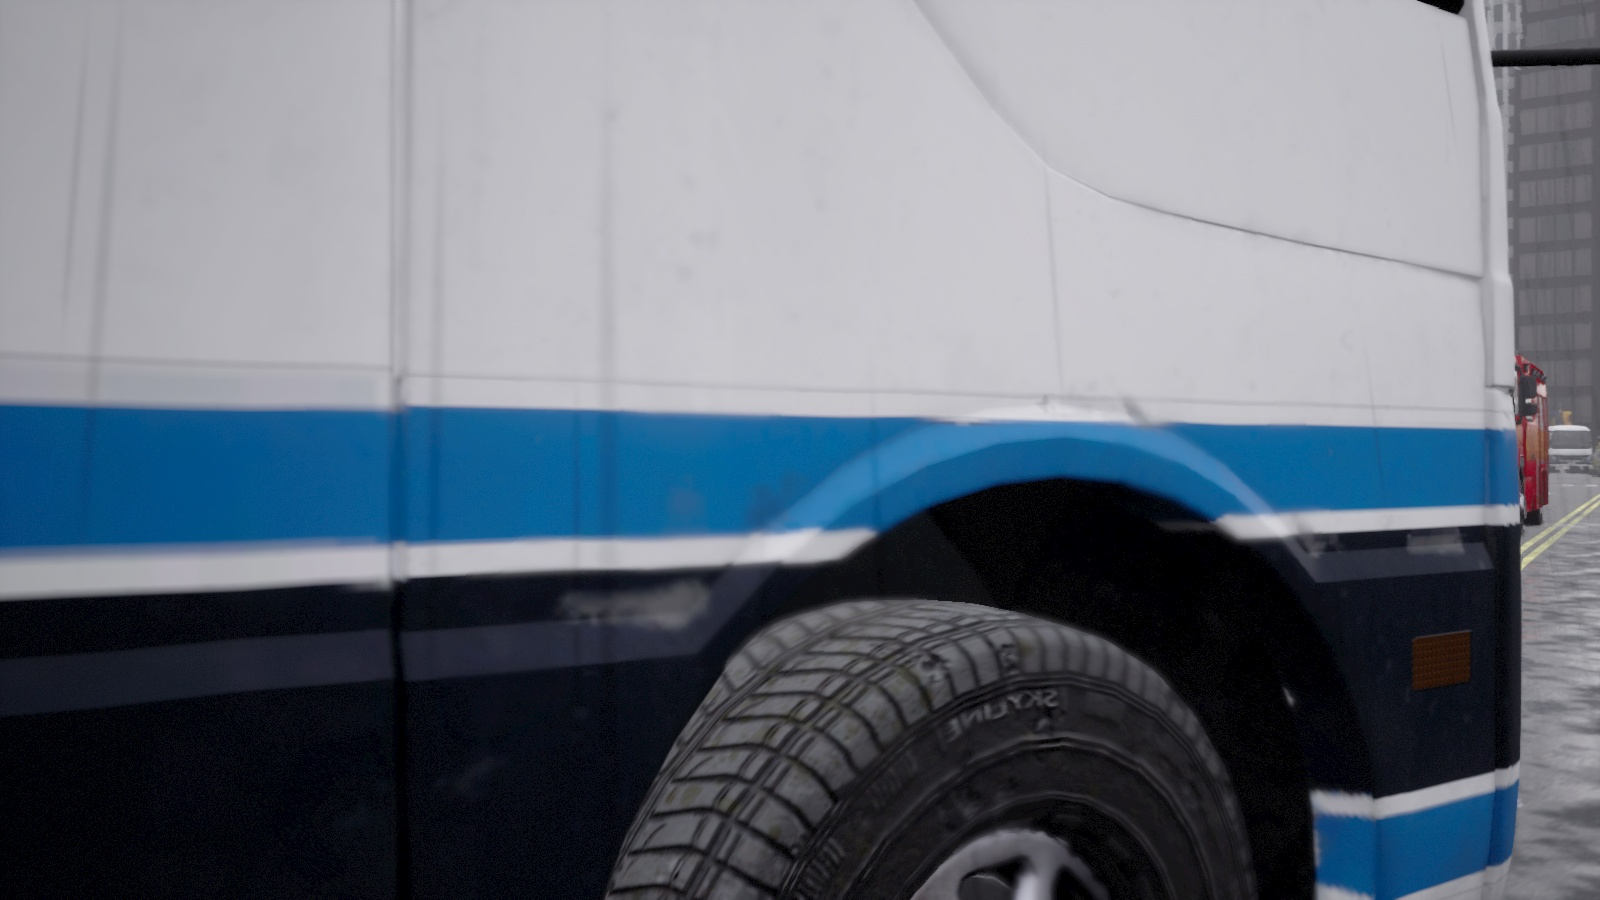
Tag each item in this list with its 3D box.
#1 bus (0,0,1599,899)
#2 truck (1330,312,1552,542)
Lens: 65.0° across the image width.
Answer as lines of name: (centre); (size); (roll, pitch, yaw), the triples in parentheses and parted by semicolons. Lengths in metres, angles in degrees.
bus: (-3.061, -0.619, 1.460); (10.273, 4.253, 3.944); (0, 0, -32)
truck: (13.096, -0.374, 25.184); (2.891, 3.827, 8.468); (0, 0, 34)
